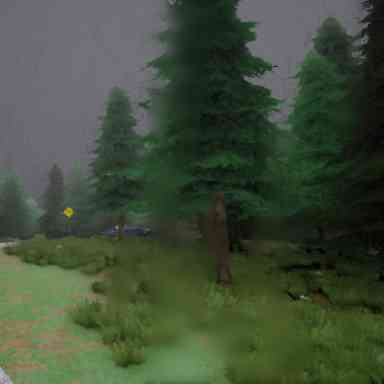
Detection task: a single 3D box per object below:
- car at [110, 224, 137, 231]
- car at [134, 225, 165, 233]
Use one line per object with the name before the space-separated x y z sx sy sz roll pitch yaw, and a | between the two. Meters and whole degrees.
car | -9.057 5.216 43.533 2.150 2.045 5.566 -7 -10 36
car | -4.707 5.479 43.670 1.882 1.535 5.008 -7 -11 39
